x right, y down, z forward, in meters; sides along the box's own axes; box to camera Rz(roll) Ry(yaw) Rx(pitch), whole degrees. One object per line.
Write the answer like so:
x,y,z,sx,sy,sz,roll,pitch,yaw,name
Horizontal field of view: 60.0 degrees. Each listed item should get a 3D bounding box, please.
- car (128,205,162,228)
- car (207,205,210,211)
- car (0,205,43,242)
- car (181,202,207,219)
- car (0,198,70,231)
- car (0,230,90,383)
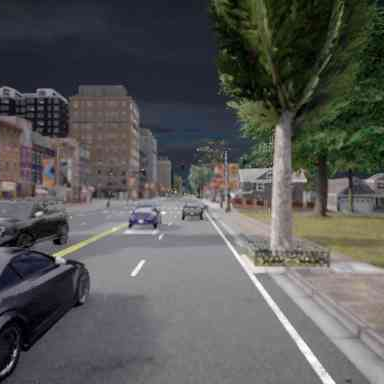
-3.138,1.633,22.728,1.812,1.442,4.674,0,0,0,car
0.937,1.870,42.092,1.895,1.301,4.718,-1,-1,13,car
-9.829,1.556,17.358,1.882,1.535,5.008,0,0,0,car
0.052,1.650,30.441,2.128,1.511,4.902,0,0,1,car
-6.591,1.277,12.827,2.150,2.045,5.566,0,-1,0,car
-3.147,1.585,5.404,1.994,1.385,4.181,0,0,0,car
